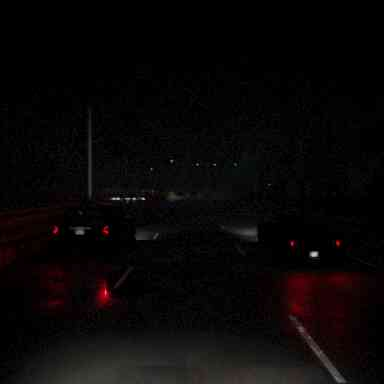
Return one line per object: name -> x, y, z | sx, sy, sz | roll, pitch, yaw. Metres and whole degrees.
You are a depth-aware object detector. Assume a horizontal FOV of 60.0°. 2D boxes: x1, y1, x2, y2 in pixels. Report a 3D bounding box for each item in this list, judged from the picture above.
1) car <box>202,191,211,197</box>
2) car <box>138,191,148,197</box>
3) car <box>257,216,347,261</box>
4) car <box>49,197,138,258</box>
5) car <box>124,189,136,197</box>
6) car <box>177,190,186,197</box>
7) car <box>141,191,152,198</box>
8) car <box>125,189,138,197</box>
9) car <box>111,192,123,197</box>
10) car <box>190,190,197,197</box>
car -> 3.940, 0.605, 87.289 | 2.033, 1.411, 5.357 | 0, 1, 0
car -> -13.536, 0.562, 91.779 | 1.994, 1.385, 4.181 | 0, 1, 0
car -> 3.564, 1.490, 11.833 | 1.895, 1.301, 4.718 | 0, 1, 1
car -> -3.426, 1.234, 12.379 | 2.097, 1.767, 4.553 | 0, 1, 1
car -> -17.036, 0.235, 91.764 | 2.150, 2.045, 5.566 | 0, 1, 0
car -> -3.060, 0.565, 87.326 | 1.837, 1.490, 4.892 | 0, 1, 0
car -> -10.122, 0.551, 76.021 | 2.097, 1.767, 4.553 | 0, 1, 0
car -> -13.622, 0.696, 76.012 | 1.837, 1.490, 4.892 | 0, 1, 0
car -> -17.121, 0.747, 76.157 | 1.994, 1.385, 4.181 | 0, 1, 0
car -> 0.440, 0.565, 87.307 | 1.837, 1.490, 4.892 | 0, 1, 0
